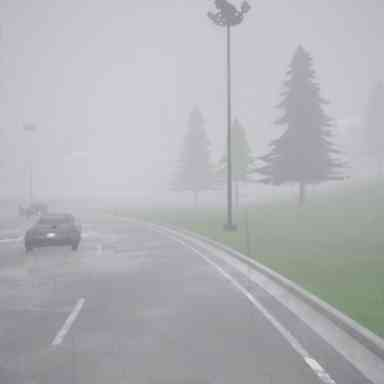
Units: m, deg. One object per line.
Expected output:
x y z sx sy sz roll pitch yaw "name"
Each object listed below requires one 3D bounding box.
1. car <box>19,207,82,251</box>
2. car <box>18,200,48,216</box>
-5.844 1.575 14.342 1.994 1.385 4.181 0 0 -17 "car"
-14.470 1.544 30.280 1.837 1.490 4.892 0 0 -38 "car"
